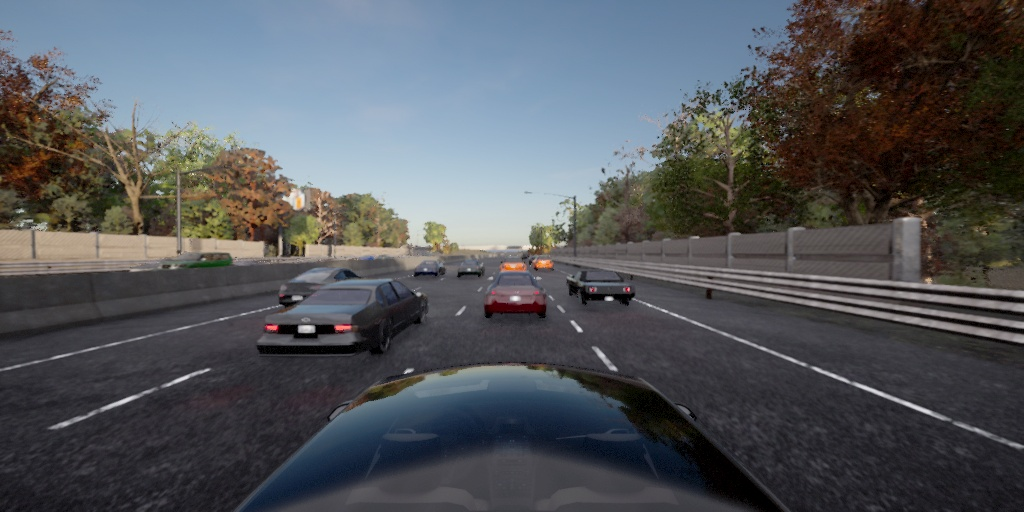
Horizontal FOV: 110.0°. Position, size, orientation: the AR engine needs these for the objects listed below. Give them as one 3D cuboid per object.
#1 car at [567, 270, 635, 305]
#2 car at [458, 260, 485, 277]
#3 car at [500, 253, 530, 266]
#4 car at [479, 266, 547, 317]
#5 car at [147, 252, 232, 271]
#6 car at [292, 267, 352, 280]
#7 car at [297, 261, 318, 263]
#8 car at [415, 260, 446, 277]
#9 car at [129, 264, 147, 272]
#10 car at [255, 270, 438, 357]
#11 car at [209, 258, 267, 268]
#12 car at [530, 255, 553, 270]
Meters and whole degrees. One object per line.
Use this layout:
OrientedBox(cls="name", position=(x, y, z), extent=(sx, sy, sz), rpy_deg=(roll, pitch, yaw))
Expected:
OrientedBox(cls="car", position=(3.499, 1.217, 15.095), extent=(1.895, 1.301, 4.718), rpy_deg=(0, 1, 0))
OrientedBox(cls="car", position=(-3.395, 1.036, 30.387), extent=(1.994, 1.385, 4.181), rpy_deg=(0, 1, 0))
OrientedBox(cls="car", position=(0.103, 0.831, 29.613), extent=(2.097, 1.767, 4.553), rpy_deg=(0, 1, 0))
OrientedBox(cls="car", position=(0.101, 1.207, 12.595), extent=(1.994, 1.385, 4.181), rpy_deg=(0, 1, 0))
OrientedBox(cls="car", position=(-24.595, 0.719, 28.164), extent=(2.150, 2.045, 5.566), rpy_deg=(0, 0, 0))
OrientedBox(cls="car", position=(-6.897, 1.158, 13.792), extent=(1.812, 1.442, 4.674), rpy_deg=(0, 1, 0))
OrientedBox(cls="car", position=(-17.595, 1.073, 30.401), extent=(1.895, 1.301, 4.718), rpy_deg=(0, 1, 0))
OrientedBox(cls="car", position=(-6.894, 1.034, 30.548), extent=(1.994, 1.385, 4.181), rpy_deg=(0, 1, 0))
OrientedBox(cls="car", position=(-28.091, 0.976, 29.232), extent=(2.128, 1.511, 4.902), rpy_deg=(0, 1, 0))
OrientedBox(cls="car", position=(-3.399, 1.232, 8.437), extent=(2.033, 1.411, 5.357), rpy_deg=(0, 1, 0))
OrientedBox(cls="car", position=(-21.094, 1.055, 28.465), extent=(1.994, 1.385, 4.181), rpy_deg=(0, 1, 0))
OrientedBox(cls="car", position=(3.504, 0.713, 41.646), extent=(2.097, 1.767, 4.553), rpy_deg=(0, 1, 0))
